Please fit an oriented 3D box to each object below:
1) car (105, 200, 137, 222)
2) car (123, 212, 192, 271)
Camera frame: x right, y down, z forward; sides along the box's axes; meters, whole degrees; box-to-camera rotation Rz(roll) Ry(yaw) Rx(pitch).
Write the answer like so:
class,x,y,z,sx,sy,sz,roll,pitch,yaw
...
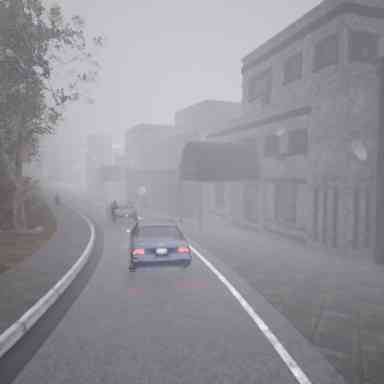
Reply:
class,x,y,z,sx,sy,sz,roll,pitch,yaw
car,-5.538,1.408,25.777,2.128,1.511,4.902,-2,2,-22
car,-1.246,1.633,11.414,2.033,1.411,5.357,-1,0,-10
